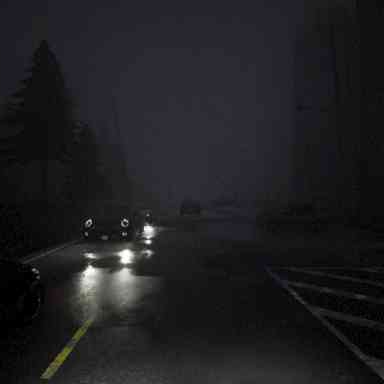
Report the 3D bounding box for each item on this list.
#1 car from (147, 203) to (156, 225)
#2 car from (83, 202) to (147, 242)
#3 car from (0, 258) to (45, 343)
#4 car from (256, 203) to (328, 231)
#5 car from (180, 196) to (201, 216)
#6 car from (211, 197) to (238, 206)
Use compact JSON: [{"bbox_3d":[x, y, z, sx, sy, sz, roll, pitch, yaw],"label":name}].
[{"bbox_3d":[-3.681,1.528,24.419,1.812,1.442,4.674,0,0,0],"label":"car"},{"bbox_3d":[-3.714,1.351,16.339,2.097,1.767,4.553,0,0,0],"label":"car"},{"bbox_3d":[-3.623,1.564,4.290,1.994,1.385,4.181,0,0,0],"label":"car"},{"bbox_3d":[5.898,1.483,19.889,3.988,1.617,1.851,0,0,-1],"label":"car"},{"bbox_3d":[-0.144,1.477,32.531,1.882,1.535,5.008,0,0,0],"label":"car"},{"bbox_3d":[5.154,1.550,52.893,4.181,1.381,1.994,0,0,-1],"label":"car"}]
